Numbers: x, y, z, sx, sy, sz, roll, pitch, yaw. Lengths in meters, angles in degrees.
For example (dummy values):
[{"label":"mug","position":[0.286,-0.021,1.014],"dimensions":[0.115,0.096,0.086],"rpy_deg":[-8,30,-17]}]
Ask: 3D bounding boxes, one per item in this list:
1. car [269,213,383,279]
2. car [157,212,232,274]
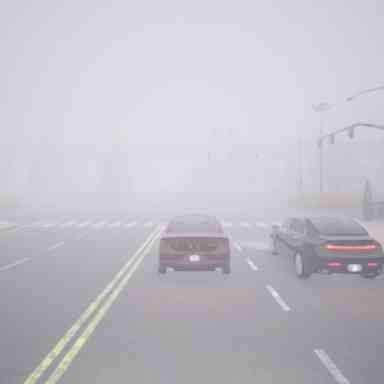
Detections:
[{"label":"car","position":[3.562,1.387,9.668],"dimensions":[1.837,1.490,4.892],"rpy_deg":[0,0,0]},{"label":"car","position":[0.064,1.355,10.181],"dimensions":[1.882,1.535,5.008],"rpy_deg":[0,1,0]}]
